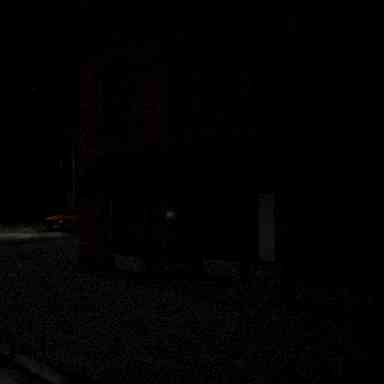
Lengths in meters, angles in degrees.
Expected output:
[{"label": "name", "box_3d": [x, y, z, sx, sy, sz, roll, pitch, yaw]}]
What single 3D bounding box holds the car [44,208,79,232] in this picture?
[{"label": "car", "box_3d": [-7.896, 1.847, 23.533, 1.882, 1.535, 5.008, -1, -1, 36]}]
